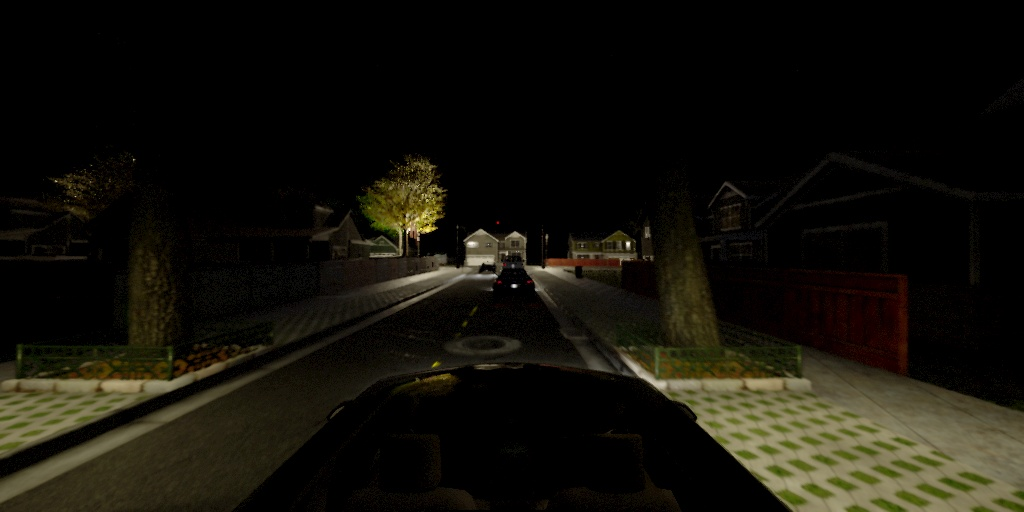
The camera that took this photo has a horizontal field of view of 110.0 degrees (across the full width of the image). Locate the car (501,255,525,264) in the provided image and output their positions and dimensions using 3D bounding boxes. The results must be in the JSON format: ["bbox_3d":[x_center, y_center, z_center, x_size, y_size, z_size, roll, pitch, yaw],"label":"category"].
[{"bbox_3d":[0.096,0.928,34.805,2.150,2.045,5.566,0,0,0],"label":"car"}]

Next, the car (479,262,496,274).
[{"bbox_3d":[-2.755,1.300,41.324,1.895,1.301,4.718,0,0,0],"label":"car"}]

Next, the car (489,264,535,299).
[{"bbox_3d":[0.098,1.295,17.817,1.994,1.385,4.181,0,0,0],"label":"car"}]
